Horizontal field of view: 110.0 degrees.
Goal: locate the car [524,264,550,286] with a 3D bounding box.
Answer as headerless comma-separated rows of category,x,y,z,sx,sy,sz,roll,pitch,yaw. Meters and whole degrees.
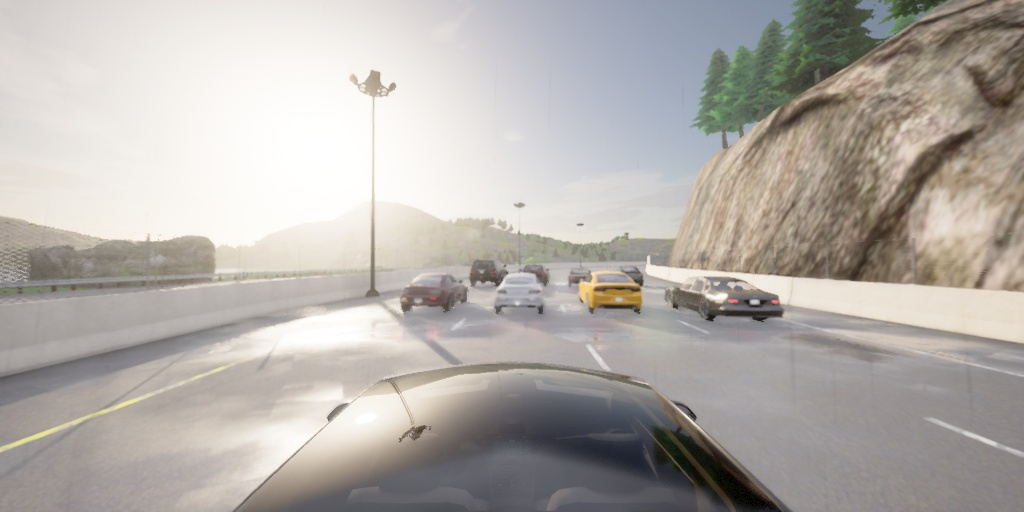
car,1.872,1.390,28.418,2.097,1.767,4.553,0,-1,9

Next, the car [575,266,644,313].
car,3.909,1.370,14.866,1.882,1.535,5.008,0,0,5

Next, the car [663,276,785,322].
car,7.250,1.419,12.956,2.033,1.411,5.357,0,-1,4

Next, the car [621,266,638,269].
car,8.815,1.522,27.528,2.128,1.511,4.902,0,0,9

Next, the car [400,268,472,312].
car,-3.113,1.418,14.907,1.812,1.442,4.674,0,0,5

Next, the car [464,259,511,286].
car,-1.741,1.260,28.091,2.150,2.045,5.566,0,0,9

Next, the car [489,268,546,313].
car,0.381,1.416,14.710,1.812,1.442,4.674,0,0,5

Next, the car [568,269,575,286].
car,5.304,1.633,27.768,1.895,1.301,4.718,0,-1,9
